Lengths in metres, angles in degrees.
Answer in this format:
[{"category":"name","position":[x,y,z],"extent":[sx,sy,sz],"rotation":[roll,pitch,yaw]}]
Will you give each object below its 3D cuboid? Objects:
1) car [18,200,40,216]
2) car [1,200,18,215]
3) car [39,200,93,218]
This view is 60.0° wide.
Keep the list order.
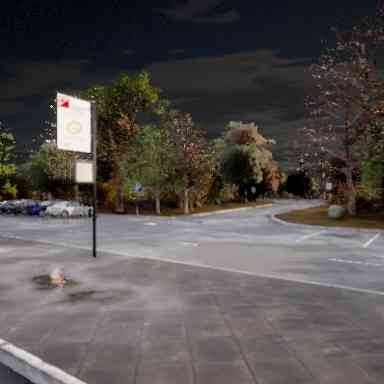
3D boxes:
[{"category":"car","position":[-13.526,1.527,32.199],"extent":[2.097,1.535,5.008],"rotation":[0,0,36]},{"category":"car","position":[-16.196,1.536,34.092],"extent":[2.231,1.521,4.892],"rotation":[0,0,36]},{"category":"car","position":[-10.968,1.560,30.362],"extent":[2.002,1.452,4.674],"rotation":[0,0,36]}]
